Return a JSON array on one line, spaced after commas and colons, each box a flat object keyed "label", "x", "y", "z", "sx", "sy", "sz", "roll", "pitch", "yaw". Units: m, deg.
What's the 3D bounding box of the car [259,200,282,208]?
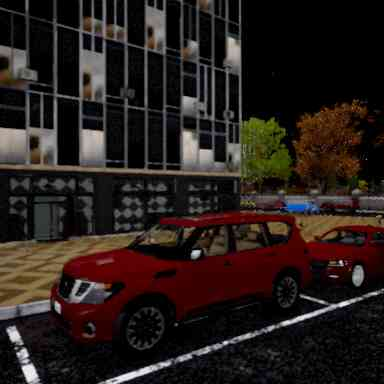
[{"label": "car", "x": 13.673, "y": 2.034, "z": 54.674, "sx": 1.802, "sy": 1.307, "sz": 4.206, "roll": 0, "pitch": 0, "yaw": -36}]

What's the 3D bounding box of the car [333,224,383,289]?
[{"label": "car", "x": 4.655, "y": 1.637, "z": 9.430, "sx": 4.507, "sy": 1.381, "sz": 1.887, "roll": 1, "pitch": -1, "yaw": -35}]

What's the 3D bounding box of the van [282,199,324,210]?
[{"label": "van", "x": 13.619, "y": 1.795, "z": 41.003, "sx": 1.690, "sy": 1.788, "sz": 3.998, "roll": 0, "pitch": 0, "yaw": -36}]

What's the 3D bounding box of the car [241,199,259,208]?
[{"label": "car", "x": 10.227, "y": 1.988, "z": 59.334, "sx": 1.752, "sy": 1.417, "sz": 4.829, "roll": 0, "pitch": 0, "yaw": -36}]

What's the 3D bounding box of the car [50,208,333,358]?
[{"label": "car", "x": 0.139, "y": 1.352, "z": 6.213, "sx": 5.009, "sy": 1.841, "sz": 2.192, "roll": 1, "pitch": -1, "yaw": -35}]

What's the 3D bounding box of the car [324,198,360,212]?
[{"label": "car", "x": 20.360, "y": 1.746, "z": 45.627, "sx": 2.192, "sy": 1.841, "sz": 5.009, "roll": 0, "pitch": 0, "yaw": -36}]
